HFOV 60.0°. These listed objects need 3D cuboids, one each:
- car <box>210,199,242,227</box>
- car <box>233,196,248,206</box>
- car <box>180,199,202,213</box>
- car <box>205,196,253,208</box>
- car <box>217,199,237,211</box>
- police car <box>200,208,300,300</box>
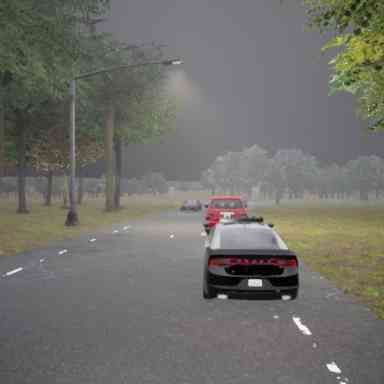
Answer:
[{"bbox_3d":[2.469,1.400,24.160,2.097,1.767,4.553,0,0,7],"label":"car"},{"bbox_3d":[9.135,1.608,62.172,2.097,1.767,4.553,0,0,17],"label":"car"},{"bbox_3d":[-0.041,1.565,38.683,1.882,1.535,5.008,0,0,10],"label":"car"},{"bbox_3d":[1.882,1.256,18.323,2.150,2.045,5.566,0,0,5],"label":"car"},{"bbox_3d":[4.824,1.678,44.892,2.033,1.411,5.357,0,0,13],"label":"car"},{"bbox_3d":[1.244,1.432,8.548,1.930,1.638,5.238,0,0,2],"label":"police car"}]
